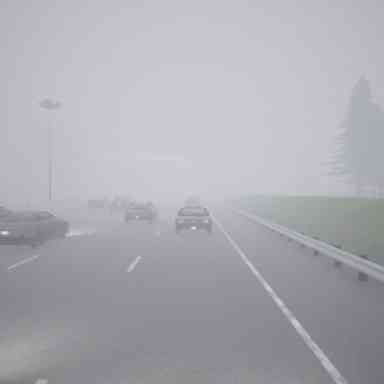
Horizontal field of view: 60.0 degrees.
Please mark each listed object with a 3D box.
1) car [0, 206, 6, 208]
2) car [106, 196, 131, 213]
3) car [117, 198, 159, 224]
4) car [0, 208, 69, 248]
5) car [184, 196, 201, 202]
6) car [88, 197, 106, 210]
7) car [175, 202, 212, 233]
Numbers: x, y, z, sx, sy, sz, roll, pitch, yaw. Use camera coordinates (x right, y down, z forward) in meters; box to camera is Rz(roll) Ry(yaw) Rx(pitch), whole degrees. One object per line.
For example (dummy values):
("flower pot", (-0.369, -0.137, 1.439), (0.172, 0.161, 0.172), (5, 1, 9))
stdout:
("car", (-10.416, 1.378, 17.002), (1.882, 1.535, 5.008), (0, 0, 0))
("car", (-6.933, 1.153, 34.033), (2.097, 1.767, 4.553), (0, 0, 0))
("car", (-3.423, 1.356, 23.162), (2.128, 1.511, 4.902), (0, 0, 0))
("car", (-6.914, 1.479, 14.353), (1.994, 1.385, 4.181), (0, 0, 0))
("car", (0.060, 1.262, 40.440), (1.837, 1.490, 4.892), (0, 1, 0))
("car", (-10.437, 1.256, 38.147), (1.882, 1.535, 5.008), (0, 0, 0))
("car", (0.082, 1.489, 18.847), (1.895, 1.301, 4.718), (0, 0, 0))
